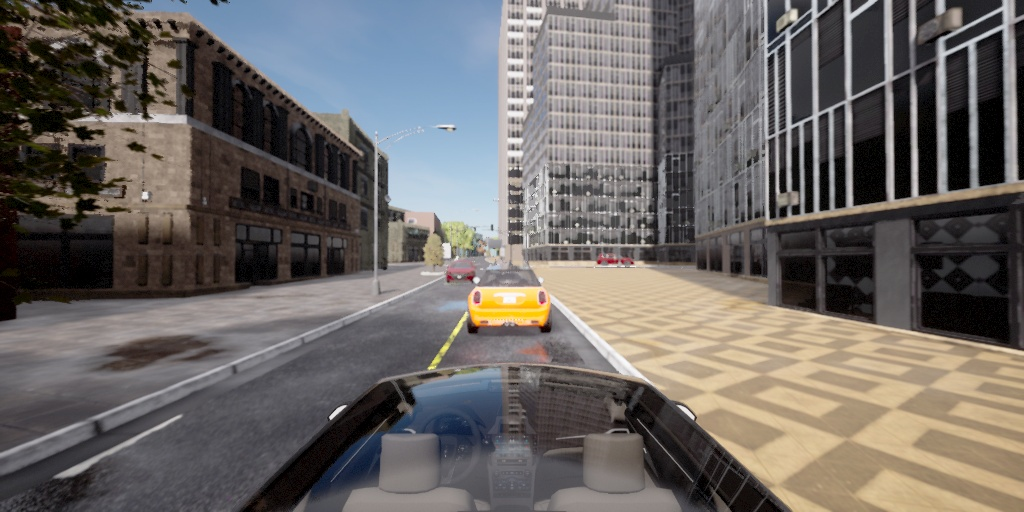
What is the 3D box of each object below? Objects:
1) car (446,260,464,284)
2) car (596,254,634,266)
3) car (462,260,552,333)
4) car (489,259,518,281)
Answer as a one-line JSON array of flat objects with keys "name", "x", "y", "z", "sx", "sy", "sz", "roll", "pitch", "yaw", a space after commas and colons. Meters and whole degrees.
[{"name": "car", "x": -3.501, "y": 1.069, "z": 25.493, "sx": 1.882, "sy": 1.535, "sz": 5.008, "roll": 0, "pitch": 0, "yaw": -3}, {"name": "car", "x": 14.105, "y": 0.625, "z": 49.130, "sx": 5.009, "sy": 1.841, "sz": 2.192, "roll": 0, "pitch": 0, "yaw": 15}, {"name": "car", "x": -0.099, "y": 1.043, "z": 10.627, "sx": 2.097, "sy": 1.767, "sz": 4.553, "roll": 0, "pitch": 0, "yaw": -1}, {"name": "car", "x": -0.745, "y": 1.064, "z": 28.651, "sx": 2.128, "sy": 1.511, "sz": 4.902, "roll": 0, "pitch": 0, "yaw": -3}]
